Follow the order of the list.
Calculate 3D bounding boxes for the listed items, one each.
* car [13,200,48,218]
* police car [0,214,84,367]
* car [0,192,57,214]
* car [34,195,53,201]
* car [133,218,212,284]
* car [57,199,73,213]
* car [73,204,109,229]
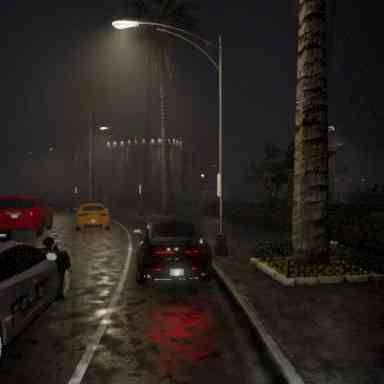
[{"bbox_3d":[-15.285,1.535,31.329,2.033,1.411,5.357,0,0,-36],"label":"car"},{"bbox_3d":[-3.380,1.422,5.290,1.930,1.638,5.238,0,0,-5],"label":"police car"},{"bbox_3d":[-9.035,1.216,18.191,2.150,2.045,5.566,0,0,-16],"label":"car"},{"bbox_3d":[-35.192,1.375,78.806,4.193,1.474,1.816,0,0,21],"label":"car"},{"bbox_3d":[-0.632,1.504,9.664,1.837,1.490,4.892,0,0,-7],"label":"car"},{"bbox_3d":[-14.025,1.513,35.369,1.812,1.442,4.674,0,0,-38],"label":"car"},{"bbox_3d":[-6.359,1.472,21.168,1.882,1.535,5.008,0,0,-18],"label":"car"}]
